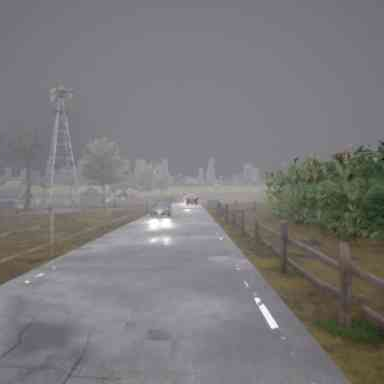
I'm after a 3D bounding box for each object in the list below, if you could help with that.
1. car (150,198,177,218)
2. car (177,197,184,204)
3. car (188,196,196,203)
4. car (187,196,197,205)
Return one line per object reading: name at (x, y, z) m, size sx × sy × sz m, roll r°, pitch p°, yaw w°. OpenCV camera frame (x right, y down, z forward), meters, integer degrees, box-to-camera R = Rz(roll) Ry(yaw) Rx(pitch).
car at (-2.839, 1.599, 31.639) m, size 2.128 × 1.511 × 4.902 m, roll 0°, pitch 0°, yaw 0°
car at (-2.734, 1.813, 72.832) m, size 1.994 × 1.385 × 4.181 m, roll 0°, pitch 0°, yaw 0°
car at (0.018, 1.779, 78.854) m, size 1.812 × 1.442 × 4.674 m, roll 0°, pitch 0°, yaw 0°
car at (0.014, 1.601, 59.564) m, size 1.882 × 1.535 × 5.008 m, roll 0°, pitch 0°, yaw 0°
